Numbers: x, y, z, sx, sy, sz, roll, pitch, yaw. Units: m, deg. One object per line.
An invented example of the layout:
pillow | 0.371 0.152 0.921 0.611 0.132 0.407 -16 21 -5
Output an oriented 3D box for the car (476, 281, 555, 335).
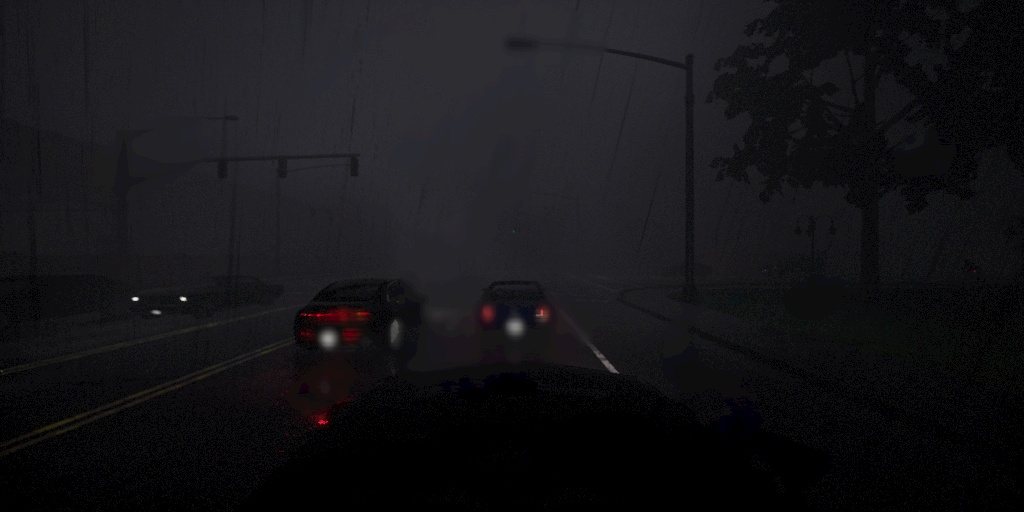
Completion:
car | 0.102 1.372 10.609 1.895 1.301 4.718 0 0 0

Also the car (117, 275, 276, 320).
car | -10.577 1.377 12.894 1.895 1.301 4.718 0 0 0

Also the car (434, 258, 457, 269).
car | -10.471 1.349 56.826 1.895 1.301 4.718 0 1 0

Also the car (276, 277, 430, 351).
car | -3.403 1.273 9.057 1.837 1.490 4.892 0 0 0

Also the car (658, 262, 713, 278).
car | 16.637 1.320 34.460 4.902 1.511 2.128 0 0 -1

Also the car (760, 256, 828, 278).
car | 27.275 1.050 34.712 5.566 2.045 2.150 0 0 -1

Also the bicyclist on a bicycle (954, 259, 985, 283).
bicyclist on a bicycle | 31.014 1.027 24.328 0.582 1.620 1.656 0 0 -1

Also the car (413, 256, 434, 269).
car | -13.969 0.970 57.075 2.150 2.045 5.566 0 0 0

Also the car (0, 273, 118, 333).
car | -14.083 1.276 10.605 1.837 1.490 4.892 0 0 0
